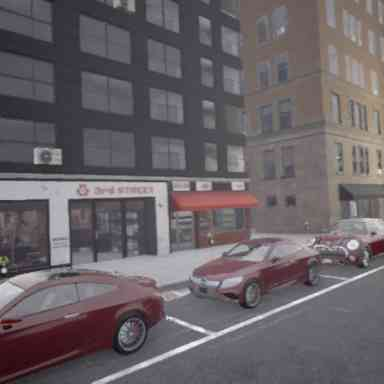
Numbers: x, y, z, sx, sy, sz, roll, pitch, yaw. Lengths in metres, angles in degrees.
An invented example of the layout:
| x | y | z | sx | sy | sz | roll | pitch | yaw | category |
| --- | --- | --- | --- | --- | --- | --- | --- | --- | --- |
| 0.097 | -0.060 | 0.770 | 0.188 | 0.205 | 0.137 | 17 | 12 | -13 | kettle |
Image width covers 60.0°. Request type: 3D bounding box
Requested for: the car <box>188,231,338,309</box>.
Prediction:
| x | y | z | sx | sy | sz | roll | pitch | yaw | category |
| --- | --- | --- | --- | --- | --- | --- | --- | --- | --- |
| 1.799 | 1.884 | 8.600 | 4.206 | 1.307 | 1.802 | 0 | -4 | -41 | car |

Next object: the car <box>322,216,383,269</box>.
| x | y | z | sx | sy | sz | roll | pitch | yaw | category |
| --- | --- | --- | --- | --- | --- | --- | --- | --- | --- |
| 5.918 | 1.739 | 12.257 | 4.097 | 1.590 | 1.967 | 0 | -4 | -41 | car |

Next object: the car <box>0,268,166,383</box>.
| x | y | z | sx | sy | sz | roll | pitch | yaw | category |
| --- | --- | --- | --- | --- | --- | --- | --- | --- | --- |
| -2.327 | 1.888 | 4.951 | 4.206 | 1.307 | 1.802 | 0 | -4 | -41 | car |
